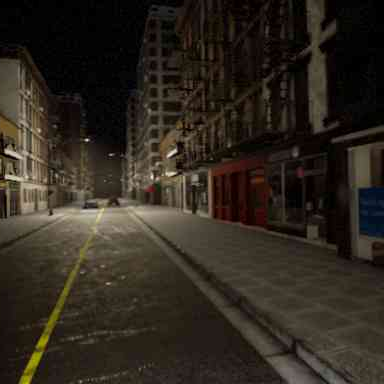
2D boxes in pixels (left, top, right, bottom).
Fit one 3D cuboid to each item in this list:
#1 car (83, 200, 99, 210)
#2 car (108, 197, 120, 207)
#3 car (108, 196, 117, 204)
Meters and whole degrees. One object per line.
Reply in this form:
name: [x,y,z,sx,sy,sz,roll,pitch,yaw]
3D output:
car: [-14.245,1.811,47.213,1.994,1.385,4.181,-1,0,-13]
car: [-13.370,1.746,56.883,1.812,1.442,4.674,-1,0,-14]
car: [-17.894,1.777,74.861,1.882,1.535,5.008,-1,0,-14]
